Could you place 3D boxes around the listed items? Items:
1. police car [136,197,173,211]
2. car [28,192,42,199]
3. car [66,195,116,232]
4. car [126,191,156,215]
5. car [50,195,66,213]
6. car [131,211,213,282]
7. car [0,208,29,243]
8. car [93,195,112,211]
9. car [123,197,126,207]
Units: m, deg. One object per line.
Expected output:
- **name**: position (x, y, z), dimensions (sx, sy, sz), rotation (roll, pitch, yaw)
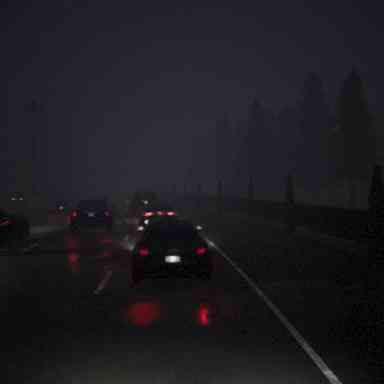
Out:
- **police car**: position (-2.046, 1.297, 19.439), dimensions (2.038, 1.542, 4.974), rotation (0, 1, -10)
- **car**: position (-34.968, 0.763, 74.094), dimensions (2.033, 1.411, 5.357), rotation (0, 1, -16)
- **car**: position (-5.463, 1.152, 18.795), dimensions (2.097, 1.767, 4.553), rotation (0, 1, -10)
- **car**: position (-4.375, 0.909, 29.593), dimensions (2.150, 2.045, 5.566), rotation (0, 1, -14)
- **car**: position (-12.077, 1.195, 31.408), dimensions (1.812, 1.442, 4.674), rotation (0, 1, -15)
- **car**: position (-0.611, 1.461, 9.490), dimensions (1.994, 1.385, 4.181), rotation (0, 1, -5)
- **car**: position (-8.011, 1.355, 12.994), dimensions (2.128, 1.511, 4.902), rotation (0, 1, -7)
- **car**: position (-9.842, 1.122, 36.477), dimensions (1.837, 1.490, 4.892), rotation (0, 1, -15)
- **car**: position (-7.623, 1.015, 41.612), dimensions (1.801, 1.575, 5.366), rotation (0, 1, -15)
